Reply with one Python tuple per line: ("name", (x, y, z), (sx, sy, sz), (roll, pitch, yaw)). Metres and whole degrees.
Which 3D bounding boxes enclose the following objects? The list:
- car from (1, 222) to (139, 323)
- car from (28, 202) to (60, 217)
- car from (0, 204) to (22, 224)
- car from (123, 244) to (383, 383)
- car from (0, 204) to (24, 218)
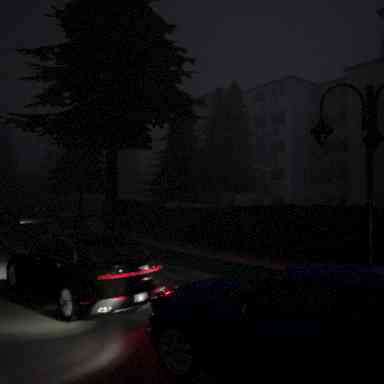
("car", (-2.624, 1.629, 7.605), (4.892, 1.490, 1.837), (0, -2, 45))
("car", (-17.082, 1.907, 38.738), (2.097, 1.767, 4.553), (1, -1, -1))
("car", (-14.812, 1.902, 25.940), (1.994, 1.385, 4.181), (1, -1, -17))
("car", (1.626, 1.577, 3.876), (5.008, 1.535, 1.882), (0, -1, 38))
("car", (-20.346, 2.041, 36.474), (1.994, 1.385, 4.181), (1, -1, -5))
